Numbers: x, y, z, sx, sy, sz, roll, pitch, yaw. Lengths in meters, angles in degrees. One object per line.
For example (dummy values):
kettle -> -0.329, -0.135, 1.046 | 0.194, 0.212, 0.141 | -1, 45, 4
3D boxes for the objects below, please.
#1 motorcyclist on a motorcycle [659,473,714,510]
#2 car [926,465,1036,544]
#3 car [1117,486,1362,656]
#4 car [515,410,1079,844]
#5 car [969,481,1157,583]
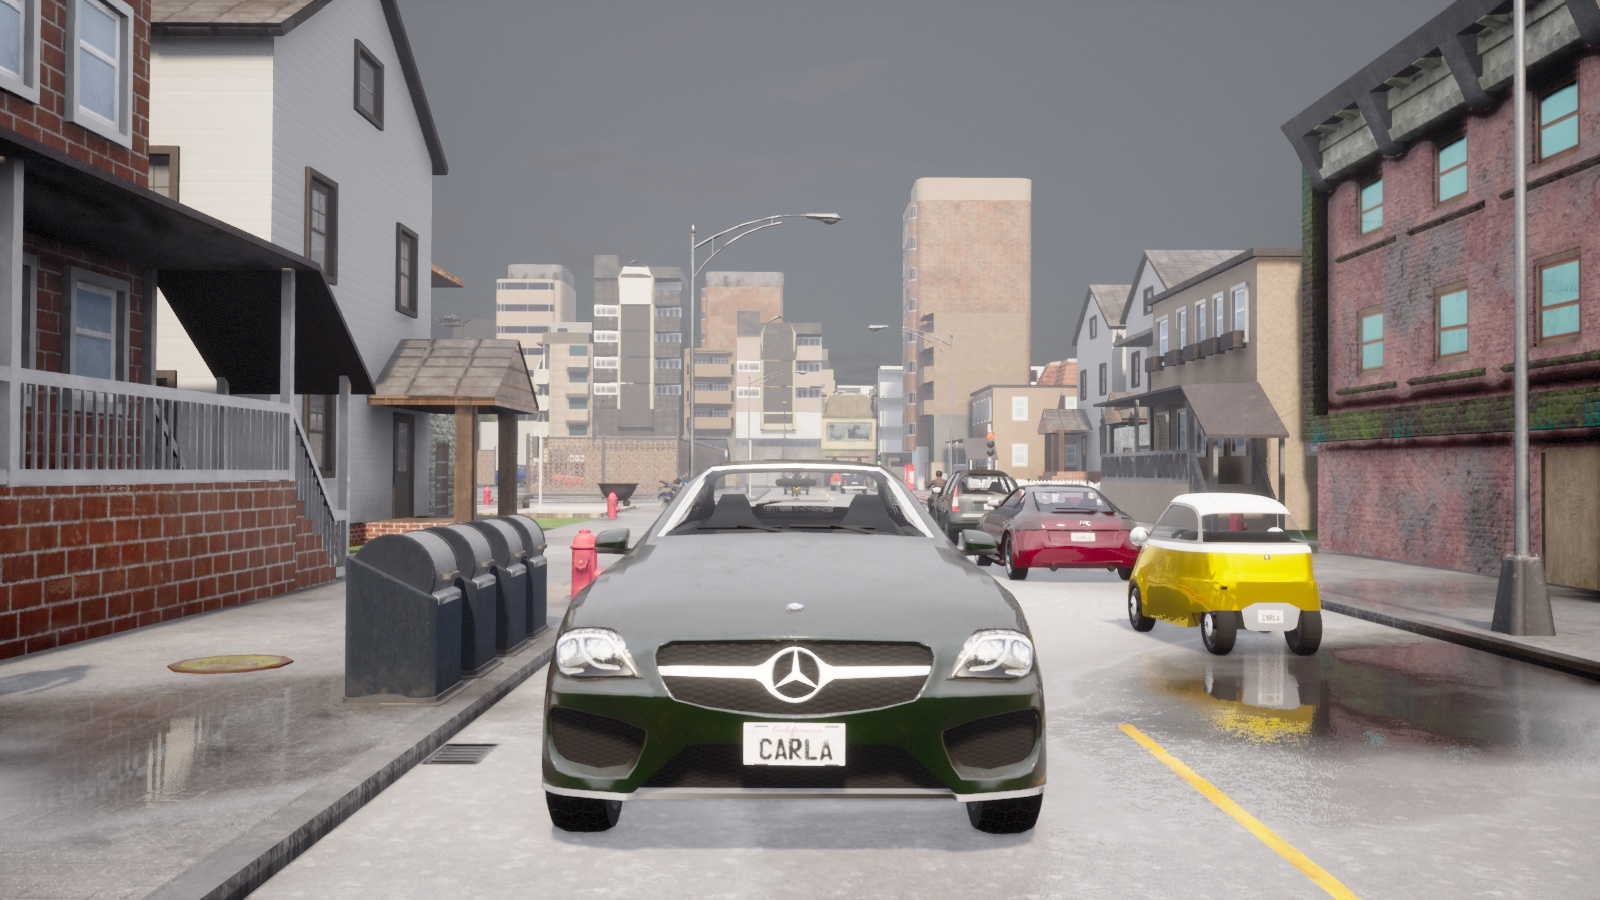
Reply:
motorcyclist on a motorcycle -> -4.790, 1.758, 53.095 | 2.191, 1.530, 0.866 | 0, 0, 5
car -> 3.926, 1.164, 27.886 | 1.851, 1.617, 3.988 | 0, -1, 0
car -> 3.969, 1.049, 11.652 | 1.481, 1.376, 2.207 | 0, -1, 0
car -> -0.020, 0.716, 7.321 | 2.152, 1.651, 5.027 | 0, -1, 0
car -> 3.953, 1.191, 19.610 | 1.994, 1.385, 4.181 | 0, -1, -1
